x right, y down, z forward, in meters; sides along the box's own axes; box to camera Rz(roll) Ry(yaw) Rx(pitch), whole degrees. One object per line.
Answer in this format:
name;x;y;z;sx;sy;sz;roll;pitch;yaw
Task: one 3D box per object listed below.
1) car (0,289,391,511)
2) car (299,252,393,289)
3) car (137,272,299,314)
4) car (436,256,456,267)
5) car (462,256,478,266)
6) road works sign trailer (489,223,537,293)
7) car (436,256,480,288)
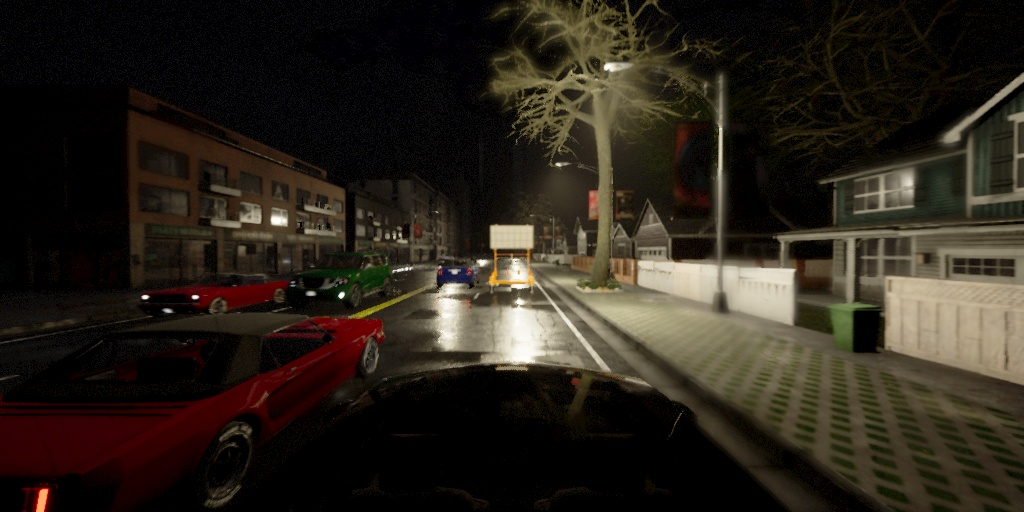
car;-3.152;1.326;4.210;1.895;1.301;4.718;0;1;0
car;-6.602;0.845;14.533;2.150;2.045;5.566;0;1;0
car;-9.852;1.245;12.478;1.895;1.301;4.718;0;1;0
car;-9.820;0.738;53.973;2.128;1.511;4.902;0;1;0
car;-6.554;0.728;56.345;1.837;1.490;4.892;0;1;1
road works sign trailer;-0.002;0.041;19.384;2.380;3.560;2.880;0;0;0
car;-3.152;0.905;21.803;2.097;1.767;4.553;0;1;0
